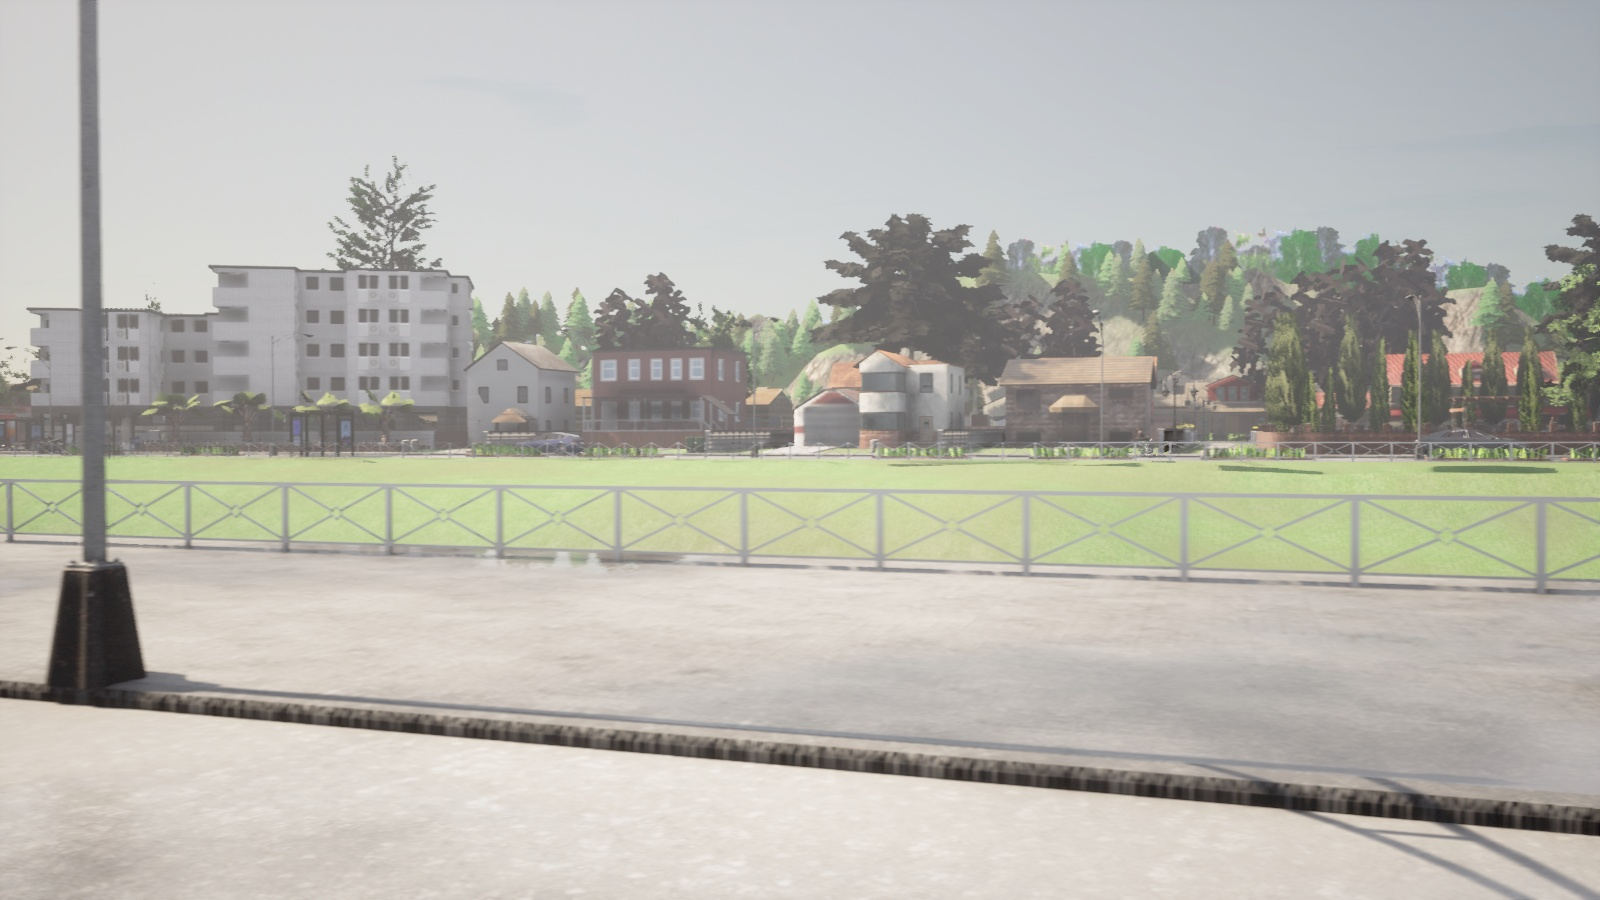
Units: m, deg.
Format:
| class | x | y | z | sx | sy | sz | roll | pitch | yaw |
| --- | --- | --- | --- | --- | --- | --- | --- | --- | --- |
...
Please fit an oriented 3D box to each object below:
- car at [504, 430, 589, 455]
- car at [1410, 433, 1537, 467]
| class | x | y | z | sx | sy | sz | roll | pitch | yaw |
| --- | --- | --- | --- | --- | --- | --- | --- | --- | --- |
| car | -15.816 | -0.488 | 78.351 | 4.792 | 1.488 | 2.163 | 1 | 1 | 19 |
| car | 31.173 | -0.034 | 58.309 | 4.902 | 1.511 | 2.128 | 1 | 1 | 19 |
